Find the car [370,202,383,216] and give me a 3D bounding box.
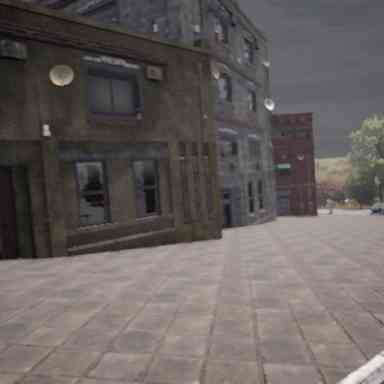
[{"bbox_3d":[25.859,2.167,44.613,2.097,1.767,4.553,-4,-3,4],"label":"car"}]
